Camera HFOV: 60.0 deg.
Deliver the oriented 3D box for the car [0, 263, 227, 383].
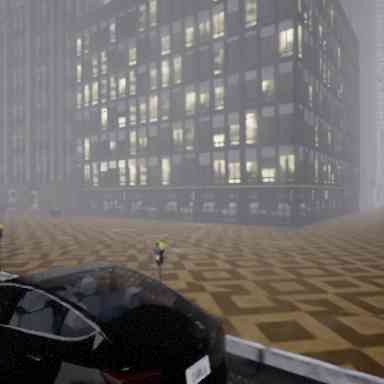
[{"bbox_3d":[-1.639,1.576,4.050,4.313,1.339,1.947,0,0,36],"label":"car"}]
